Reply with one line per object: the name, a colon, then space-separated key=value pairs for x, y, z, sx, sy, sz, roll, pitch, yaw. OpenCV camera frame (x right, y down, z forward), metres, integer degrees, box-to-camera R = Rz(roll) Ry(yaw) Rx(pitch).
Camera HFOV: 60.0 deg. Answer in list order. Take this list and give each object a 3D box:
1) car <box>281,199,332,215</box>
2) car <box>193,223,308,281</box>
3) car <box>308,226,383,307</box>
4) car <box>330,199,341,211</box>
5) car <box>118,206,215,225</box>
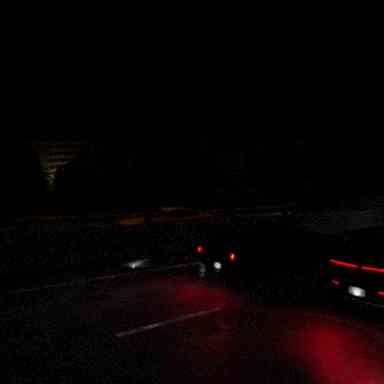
car: x=9.409 y=1.504 z=27.889 sx=4.181 sy=1.385 sz=1.994 roll=0 pitch=0 yaw=-35
car: x=2.456 y=1.581 z=9.797 sx=4.718 sy=1.301 sz=1.895 roll=0 pitch=0 yaw=-35
car: x=4.842 y=1.484 z=7.200 sx=4.892 sy=1.490 sz=1.837 roll=0 pitch=0 yaw=-36
car: x=14.060 y=1.402 z=35.498 sx=4.181 sy=1.385 sz=1.994 roll=-2 pitch=1 yaw=-35
car: x=-1.116 y=1.457 z=16.090 sx=5.008 sy=1.535 sz=1.882 roll=0 pitch=0 yaw=-35
